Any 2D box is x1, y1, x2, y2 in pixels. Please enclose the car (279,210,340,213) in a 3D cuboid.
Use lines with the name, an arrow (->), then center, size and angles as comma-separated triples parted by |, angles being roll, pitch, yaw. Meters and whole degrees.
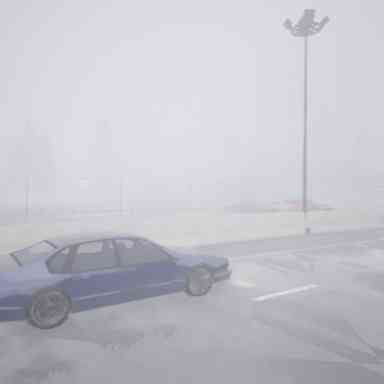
car -> 9.524, 1.640, 26.353 | 4.718, 1.301, 1.895 | 0, 0, -29

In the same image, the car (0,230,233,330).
car -> -1.686, 1.522, 6.809 | 5.357, 1.411, 2.033 | 0, 0, -35
